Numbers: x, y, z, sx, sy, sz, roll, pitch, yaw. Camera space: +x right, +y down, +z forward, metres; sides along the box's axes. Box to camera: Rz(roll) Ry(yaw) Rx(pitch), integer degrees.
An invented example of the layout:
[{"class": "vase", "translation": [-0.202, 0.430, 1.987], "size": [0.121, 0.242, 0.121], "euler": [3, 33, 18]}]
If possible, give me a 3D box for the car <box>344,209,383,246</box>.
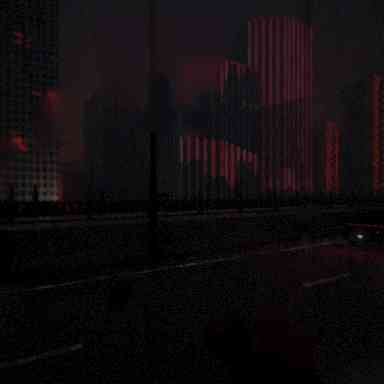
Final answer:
[{"class": "car", "translation": [8.432, 1.495, 14.183], "size": [4.902, 1.511, 2.128], "euler": [0, 0, -35]}]
